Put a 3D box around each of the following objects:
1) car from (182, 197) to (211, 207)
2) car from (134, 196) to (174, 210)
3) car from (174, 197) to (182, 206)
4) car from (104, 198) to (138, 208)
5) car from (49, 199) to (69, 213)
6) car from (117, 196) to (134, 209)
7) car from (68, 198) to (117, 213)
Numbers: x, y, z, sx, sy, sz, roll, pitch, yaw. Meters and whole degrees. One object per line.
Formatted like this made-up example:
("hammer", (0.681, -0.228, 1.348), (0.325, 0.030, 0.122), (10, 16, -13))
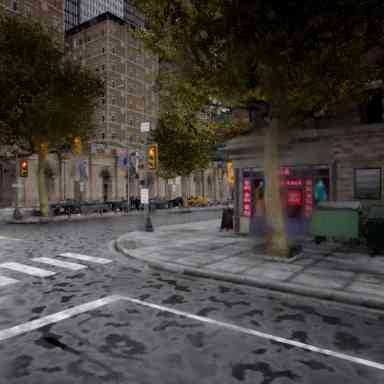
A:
("car", (1.077, 1.478, 52.106), (1.882, 1.535, 5.008), (0, 0, 36))
("car", (-4.932, 1.505, 43.818), (1.837, 1.490, 4.892), (0, 0, 36))
("car", (-1.780, 1.478, 54.134), (1.882, 1.535, 5.008), (0, 0, 36))
("car", (-10.172, 1.595, 47.925), (1.895, 1.301, 4.718), (0, 0, 36))
("car", (-13.845, 1.505, 37.466), (1.837, 1.490, 4.892), (0, 0, 36))
("car", (-7.899, 1.352, 45.690), (2.097, 1.767, 4.553), (0, 0, 36))
("car", (-10.663, 1.564, 35.893), (1.994, 1.385, 4.181), (0, 0, 36))
